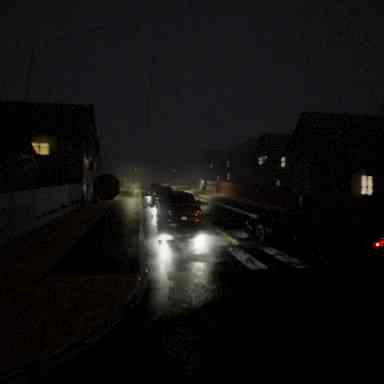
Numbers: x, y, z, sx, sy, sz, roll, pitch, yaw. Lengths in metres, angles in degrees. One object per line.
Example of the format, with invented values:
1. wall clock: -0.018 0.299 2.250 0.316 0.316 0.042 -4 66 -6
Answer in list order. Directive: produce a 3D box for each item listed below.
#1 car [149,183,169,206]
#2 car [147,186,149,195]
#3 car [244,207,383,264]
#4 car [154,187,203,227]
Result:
1. car: -2.295 0.302 26.955 1.837 1.490 4.892 1 3 -9
2. car: -4.279 -0.304 39.639 1.837 1.490 4.892 1 2 -9
3. car: 3.989 1.191 10.645 2.033 1.411 5.357 0 3 -30
4. car: -0.718 0.752 16.913 1.882 1.535 5.008 1 3 -9
